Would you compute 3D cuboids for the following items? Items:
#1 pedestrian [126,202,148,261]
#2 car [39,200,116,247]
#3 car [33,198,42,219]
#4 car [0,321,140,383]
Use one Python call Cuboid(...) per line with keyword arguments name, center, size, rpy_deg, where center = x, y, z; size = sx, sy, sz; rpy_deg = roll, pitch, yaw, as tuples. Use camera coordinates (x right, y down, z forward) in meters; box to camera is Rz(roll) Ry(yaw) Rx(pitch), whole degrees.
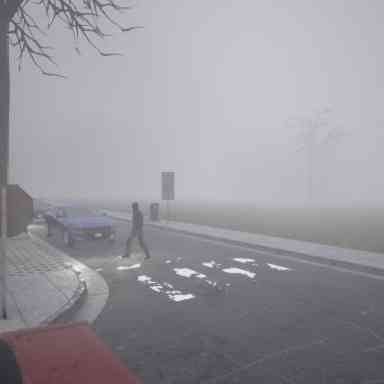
Cuboid(name="pedestrian", center=(-1.698, 1.172, 10.214), size=(0.375, 1.860, 0.375), rpy_deg=(1, 0, -36))
Cuboid(name="car", center=(-4.919, 1.278, 14.316), size=(1.882, 1.535, 5.008), rpy_deg=(0, 1, -36))
Cuboid(name="car", center=(-10.737, 1.172, 22.410), size=(1.812, 1.442, 4.674), rpy_deg=(0, 1, -36))
Cuboid(name="car", center=(-2.594, 1.601, 1.642), size=(4.718, 1.301, 1.895), rpy_deg=(0, 0, -34))
